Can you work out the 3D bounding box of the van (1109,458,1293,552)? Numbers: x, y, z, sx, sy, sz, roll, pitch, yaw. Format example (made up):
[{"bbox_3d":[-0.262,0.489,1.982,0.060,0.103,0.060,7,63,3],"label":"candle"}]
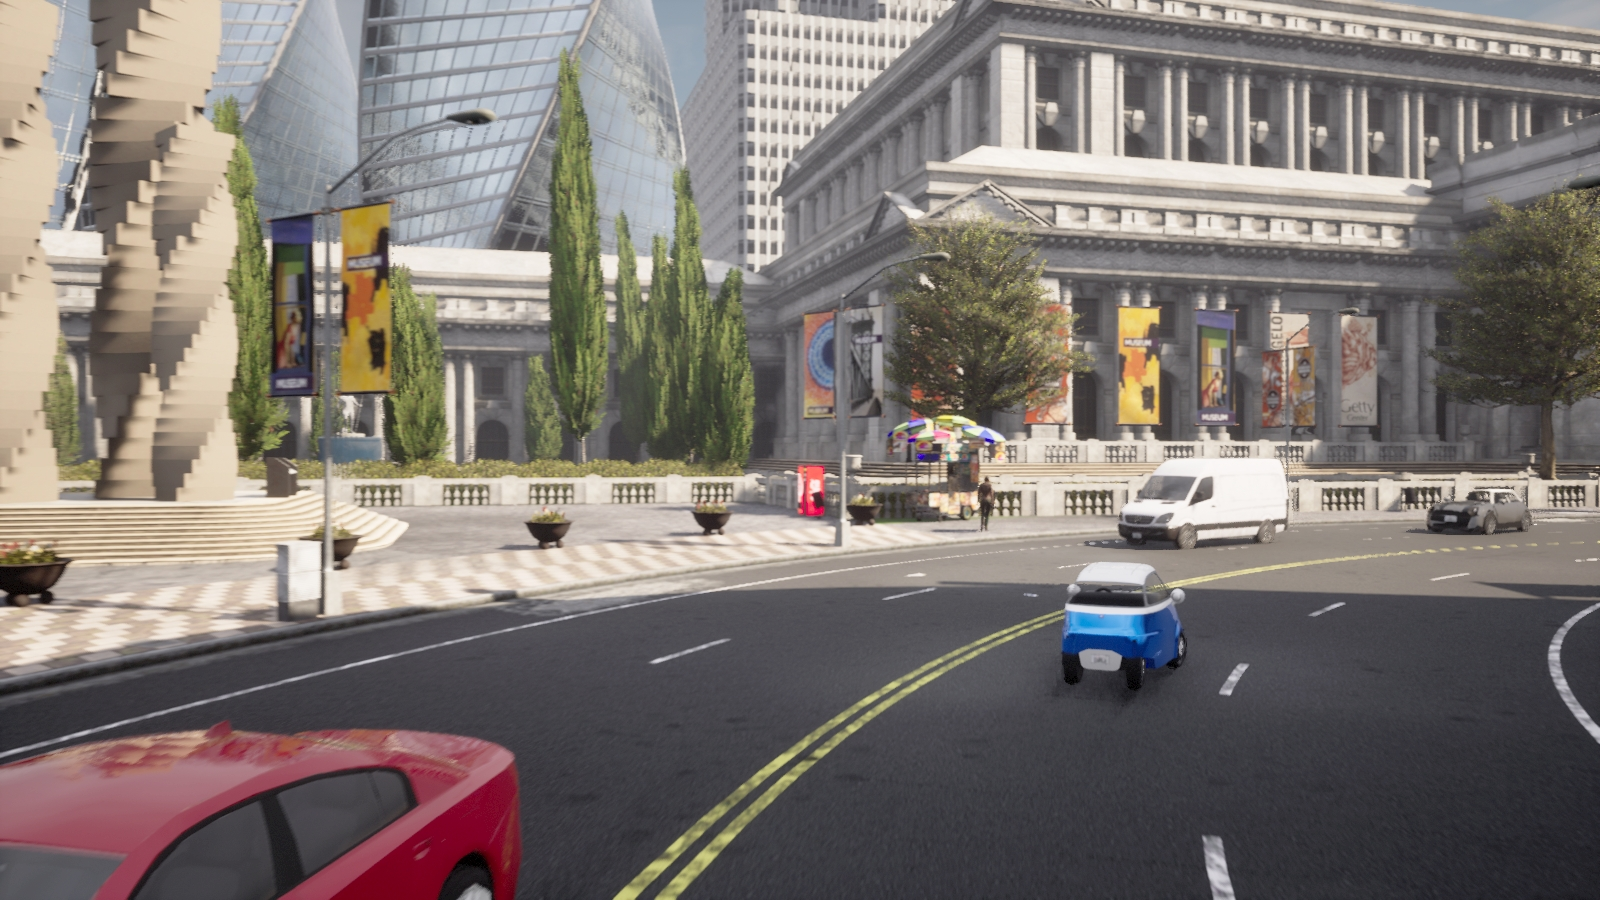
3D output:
[{"bbox_3d":[11.952,1.538,33.890,5.915,2.561,1.988,0,0,-34],"label":"van"}]

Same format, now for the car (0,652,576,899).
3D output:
[{"bbox_3d":[-2.873,2.032,4.496,2.097,1.535,5.006,0,0,12],"label":"car"}]

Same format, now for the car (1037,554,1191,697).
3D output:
[{"bbox_3d":[3.981,2.121,14.332,1.481,1.376,2.207,0,0,26],"label":"car"}]

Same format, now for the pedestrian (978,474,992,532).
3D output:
[{"bbox_3d":[5.936,1.697,36.711,0.375,1.860,0.375,0,0,22],"label":"pedestrian"}]

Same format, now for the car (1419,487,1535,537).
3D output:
[{"bbox_3d":[23.059,2.073,38.872,3.806,1.475,1.970,0,0,-34],"label":"car"}]
